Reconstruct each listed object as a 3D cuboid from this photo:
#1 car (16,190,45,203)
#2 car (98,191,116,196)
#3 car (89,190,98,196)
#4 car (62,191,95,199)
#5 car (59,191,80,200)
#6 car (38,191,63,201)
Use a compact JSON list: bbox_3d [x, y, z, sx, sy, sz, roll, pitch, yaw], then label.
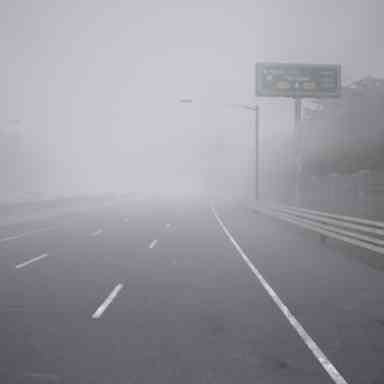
[{"bbox_3d":[-23.507,0.721,49.021,2.150,2.045,5.566,0,1,3],"label":"car"},{"bbox_3d":[-15.748,0.622,63.523,1.837,1.490,4.892,0,2,3],"label":"car"},{"bbox_3d":[-19.264,0.479,63.330,2.097,1.767,4.553,0,2,3],"label":"car"},{"bbox_3d":[-16.521,1.053,48.740,2.033,1.411,5.357,0,1,3],"label":"car"},{"bbox_3d":[-22.834,0.697,62.140,1.812,1.442,4.674,0,2,3],"label":"car"},{"bbox_3d":[-20.011,0.994,48.911,2.128,1.511,4.902,0,1,3],"label":"car"}]
